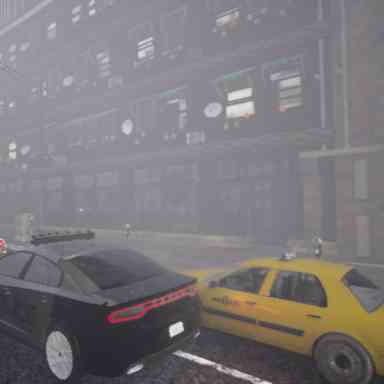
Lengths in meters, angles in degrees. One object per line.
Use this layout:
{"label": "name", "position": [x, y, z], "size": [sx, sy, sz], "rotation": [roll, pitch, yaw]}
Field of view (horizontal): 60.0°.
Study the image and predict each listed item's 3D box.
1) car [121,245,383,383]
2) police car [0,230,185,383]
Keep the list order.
{"label": "car", "position": [1.251, 1.597, 5.223], "size": [4.829, 1.417, 1.752], "rotation": [0, -2, 37]}
{"label": "police car", "position": [-2.269, 1.493, 5.647], "size": [5.238, 1.638, 1.930], "rotation": [0, -1, 37]}
